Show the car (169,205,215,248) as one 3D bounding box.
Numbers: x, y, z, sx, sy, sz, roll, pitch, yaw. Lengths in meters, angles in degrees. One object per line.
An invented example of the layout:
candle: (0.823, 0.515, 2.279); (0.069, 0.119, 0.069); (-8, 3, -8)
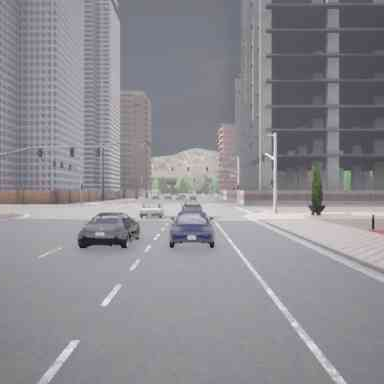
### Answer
car: (0.000, 1.531, 14.650); (1.812, 1.442, 4.674); (0, 0, 0)

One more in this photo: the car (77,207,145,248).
car: (-3.500, 1.570, 14.650); (1.994, 1.385, 4.181); (0, 0, 0)

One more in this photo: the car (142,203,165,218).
car: (-3.507, 1.615, 29.689); (1.895, 1.301, 4.718); (0, 0, 0)

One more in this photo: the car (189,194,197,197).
car: (0.241, 1.467, 88.143); (1.812, 1.442, 4.674); (0, 0, 1)

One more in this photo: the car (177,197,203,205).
car: (-0.007, 1.493, 29.677); (2.128, 1.511, 4.902); (0, 0, 0)

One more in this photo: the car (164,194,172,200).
car: (-6.686, 1.432, 92.791); (1.882, 1.535, 5.008); (0, 0, 1)

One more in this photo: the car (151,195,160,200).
car: (-10.186, 1.507, 92.846); (1.994, 1.385, 4.181); (0, 0, 1)

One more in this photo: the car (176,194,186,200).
car: (-3.262, 1.532, 88.004); (1.895, 1.301, 4.718); (0, 0, 1)
